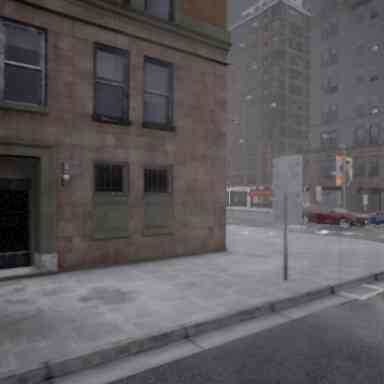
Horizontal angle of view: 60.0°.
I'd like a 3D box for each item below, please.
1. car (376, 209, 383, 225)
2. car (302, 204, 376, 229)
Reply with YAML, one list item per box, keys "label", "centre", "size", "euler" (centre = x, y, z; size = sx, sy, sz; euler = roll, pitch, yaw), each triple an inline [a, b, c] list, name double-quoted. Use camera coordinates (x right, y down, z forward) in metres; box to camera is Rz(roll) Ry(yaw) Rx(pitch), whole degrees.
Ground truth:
- label: "car"
  centre: [14.058, 1.714, 22.749]
  size: [2.033, 1.411, 5.357]
  euler: [0, 0, -36]
- label: "car"
  centre: [9.584, 1.631, 23.065]
  size: [1.882, 1.535, 5.008]
  euler: [0, 0, -36]
